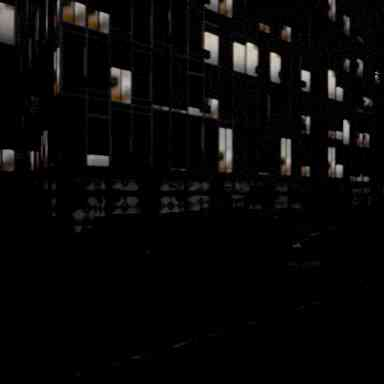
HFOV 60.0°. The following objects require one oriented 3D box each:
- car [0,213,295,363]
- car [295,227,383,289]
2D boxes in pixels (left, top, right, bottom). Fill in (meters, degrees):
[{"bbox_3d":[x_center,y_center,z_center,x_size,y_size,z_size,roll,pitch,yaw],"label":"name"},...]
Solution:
[{"bbox_3d":[-0.670,1.349,6.095,5.009,1.841,2.192,1,-1,-36],"label":"car"},{"bbox_3d":[3.954,1.685,9.393,4.206,1.307,1.802,1,-1,-36],"label":"car"}]
